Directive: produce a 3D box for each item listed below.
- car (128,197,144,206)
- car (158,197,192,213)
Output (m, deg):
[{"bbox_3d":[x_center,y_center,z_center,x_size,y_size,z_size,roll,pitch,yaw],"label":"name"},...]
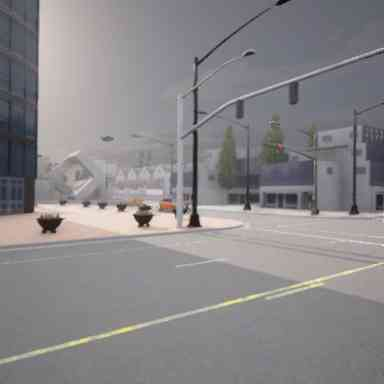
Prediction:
[{"bbox_3d":[-9.482,1.561,55.692,1.882,1.535,5.008,1,0,-22],"label":"car"},{"bbox_3d":[-1.883,1.386,37.074,2.097,1.767,4.553,1,0,-35],"label":"car"}]
